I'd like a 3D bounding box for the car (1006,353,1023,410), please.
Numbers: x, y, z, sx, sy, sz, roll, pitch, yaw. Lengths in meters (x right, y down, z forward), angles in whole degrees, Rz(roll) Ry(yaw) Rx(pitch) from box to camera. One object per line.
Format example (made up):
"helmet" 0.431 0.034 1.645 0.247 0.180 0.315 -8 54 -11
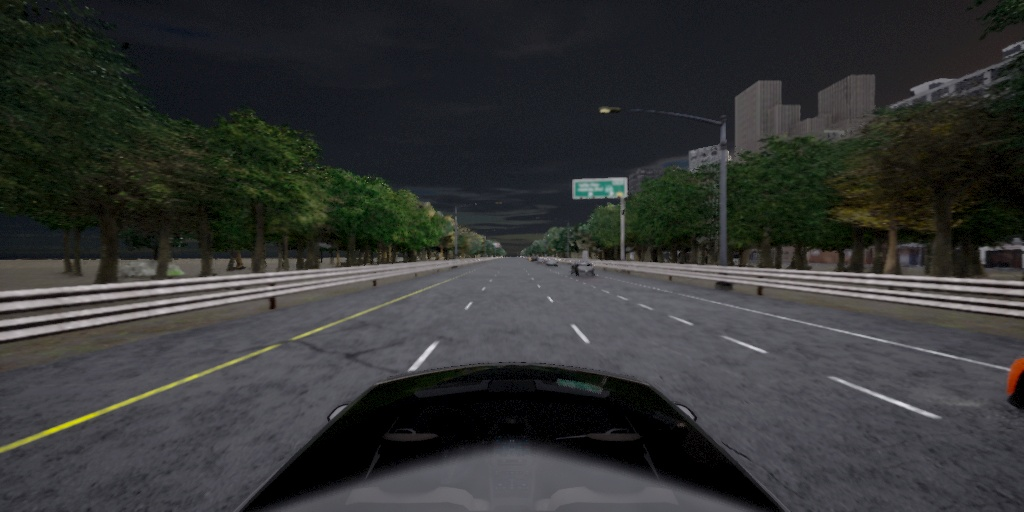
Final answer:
"car" 6.999 1.103 2.353 2.097 1.767 4.553 0 0 0

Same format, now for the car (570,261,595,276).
"car" 7.064 1.231 36.408 2.128 1.511 4.902 0 0 0
